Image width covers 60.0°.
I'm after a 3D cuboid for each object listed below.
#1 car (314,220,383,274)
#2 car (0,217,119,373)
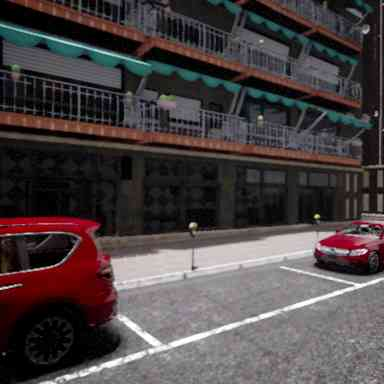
[{"bbox_3d":[5.667,1.589,10.586,4.206,1.307,1.802,0,1,-35],"label":"car"},{"bbox_3d":[-3.399,1.315,4.118,5.009,1.841,2.192,0,1,-35],"label":"car"}]
